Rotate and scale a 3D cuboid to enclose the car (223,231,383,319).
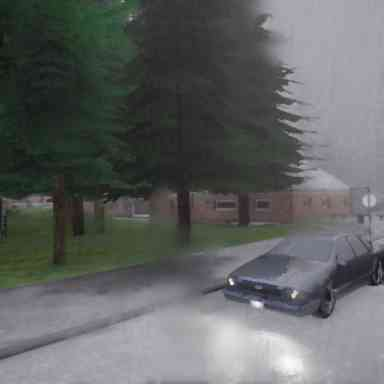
[{"bbox_3d":[3.061,1.685,8.004,5.357,1.411,2.033,0,-2,-45],"label":"car"}]
